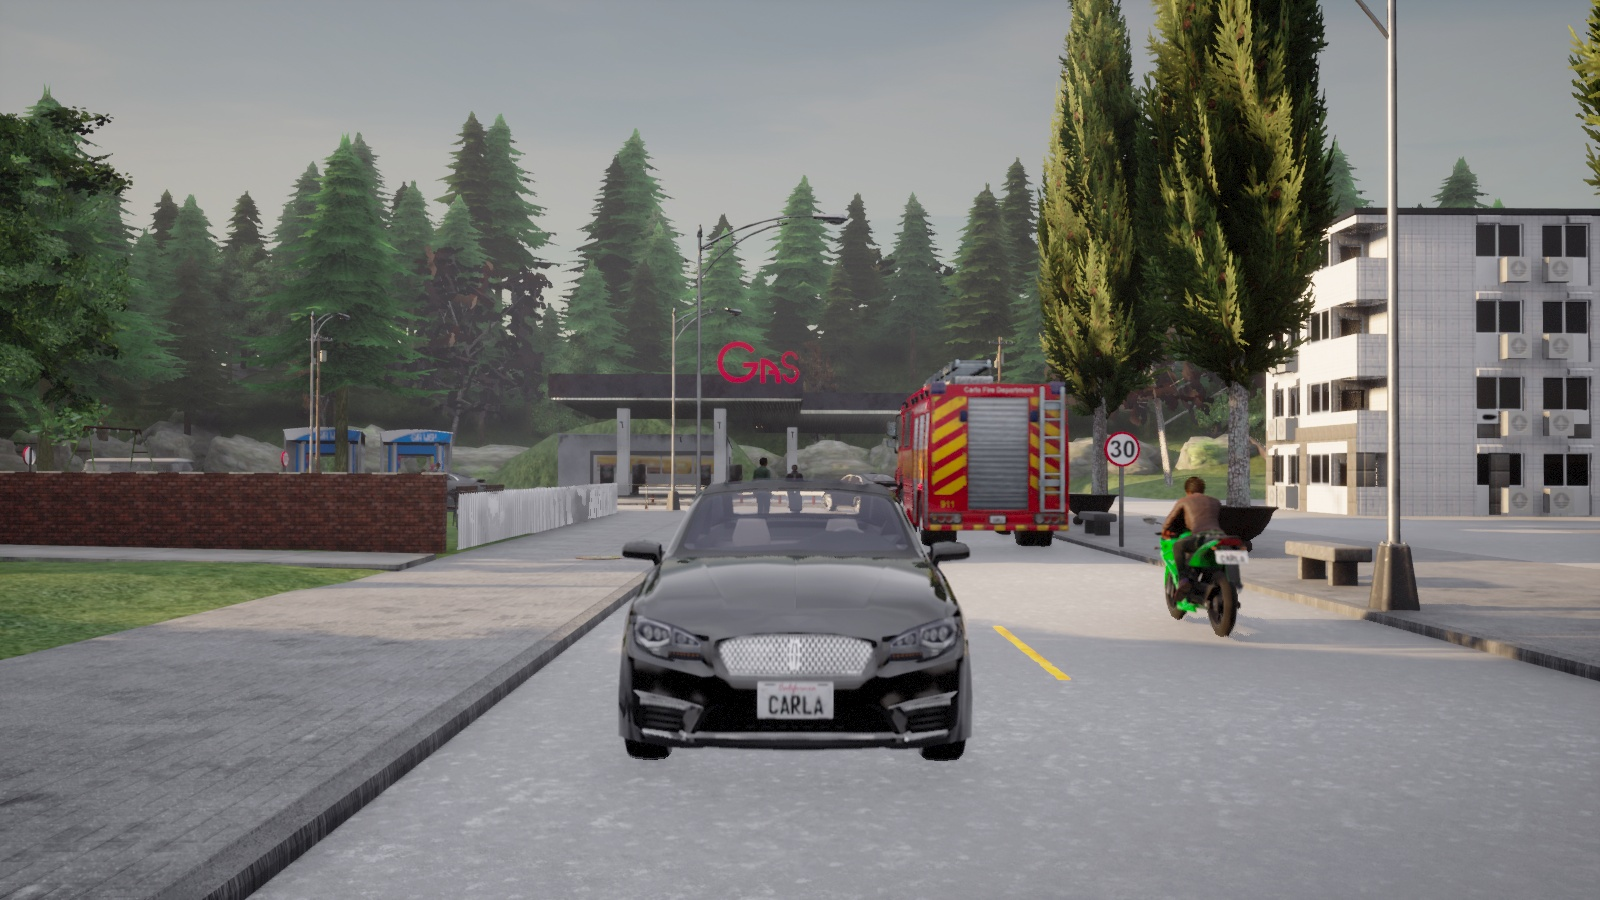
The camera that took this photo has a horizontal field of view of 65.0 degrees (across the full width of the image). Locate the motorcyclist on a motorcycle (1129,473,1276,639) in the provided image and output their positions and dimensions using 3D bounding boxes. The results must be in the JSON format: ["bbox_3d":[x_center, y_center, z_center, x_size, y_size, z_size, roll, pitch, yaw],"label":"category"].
[{"bbox_3d":[3.973,0.992,12.575,0.797,1.523,2.044,0,-1,0],"label":"motorcyclist on a motorcycle"}]

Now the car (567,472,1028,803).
[{"bbox_3d":[-0.019,0.909,8.276,2.128,1.511,4.902,0,-1,0],"label":"car"}]

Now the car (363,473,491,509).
[{"bbox_3d":[-16.045,1.743,54.182,4.902,1.511,2.128,0,-1,0],"label":"car"}]

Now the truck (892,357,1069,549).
[{"bbox_3d":[3.932,0.127,29.419,2.891,3.827,8.468,0,-1,0],"label":"truck"}]

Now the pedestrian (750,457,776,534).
[{"bbox_3d":[-0.901,1.103,30.610,0.353,1.847,0.614,-1,-1,31],"label":"pedestrian"}]

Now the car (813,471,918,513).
[{"bbox_3d":[2.400,1.560,47.572,2.128,1.511,4.902,0,-1,-21],"label":"car"}]

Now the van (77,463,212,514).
[{"bbox_3d":[-26.112,1.511,50.135,4.442,1.987,1.775,0,-1,0],"label":"van"}]
